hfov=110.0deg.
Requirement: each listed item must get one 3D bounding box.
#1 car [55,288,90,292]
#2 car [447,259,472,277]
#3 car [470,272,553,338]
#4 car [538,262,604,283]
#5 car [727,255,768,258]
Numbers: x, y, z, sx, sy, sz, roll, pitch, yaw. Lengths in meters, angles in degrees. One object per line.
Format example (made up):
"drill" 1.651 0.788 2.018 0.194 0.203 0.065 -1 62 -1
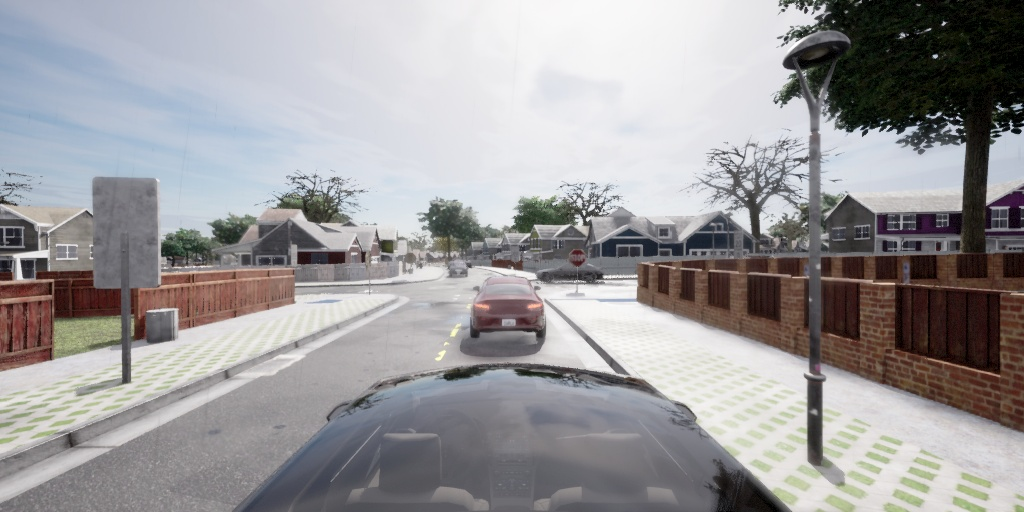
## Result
"car" -25.007 1.940 19.435 4.718 1.301 1.895 -1 1 -11
"car" -5.518 1.352 37.111 2.128 1.511 4.902 0 0 -8
"car" -0.133 1.280 10.065 1.812 1.442 4.674 0 0 -2
"car" 4.069 1.154 25.239 4.674 1.442 1.812 -1 1 8
"car" 15.299 0.741 24.353 4.553 1.767 2.097 -1 0 5
